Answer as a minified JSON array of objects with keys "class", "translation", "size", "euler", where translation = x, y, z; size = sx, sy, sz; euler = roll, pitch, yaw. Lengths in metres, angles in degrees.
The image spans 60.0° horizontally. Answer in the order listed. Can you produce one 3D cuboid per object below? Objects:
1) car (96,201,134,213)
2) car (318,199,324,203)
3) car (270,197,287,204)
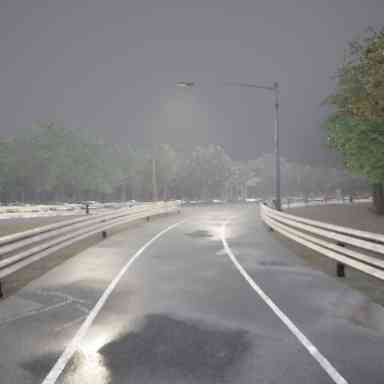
[{"class":"car","translation":[-9.059,1.812,39.648],"size":[2.128,1.511,4.902],"euler":[-2,-1,43]},{"class":"car","translation":[31.414,1.917,83.473],"size":[2.033,1.411,5.357],"euler":[-2,-1,43]},{"class":"car","translation":[17.828,1.833,68.763],"size":[1.882,1.535,5.008],"euler":[-2,-1,43]}]
